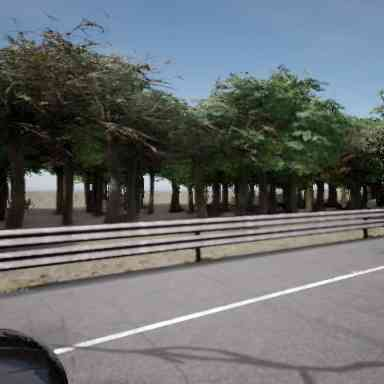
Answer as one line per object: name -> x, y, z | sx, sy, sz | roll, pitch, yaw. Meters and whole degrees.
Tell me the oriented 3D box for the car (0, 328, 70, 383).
car -> -3.092, 1.487, 1.514 | 4.902, 1.511, 2.128 | 0, 0, -36
